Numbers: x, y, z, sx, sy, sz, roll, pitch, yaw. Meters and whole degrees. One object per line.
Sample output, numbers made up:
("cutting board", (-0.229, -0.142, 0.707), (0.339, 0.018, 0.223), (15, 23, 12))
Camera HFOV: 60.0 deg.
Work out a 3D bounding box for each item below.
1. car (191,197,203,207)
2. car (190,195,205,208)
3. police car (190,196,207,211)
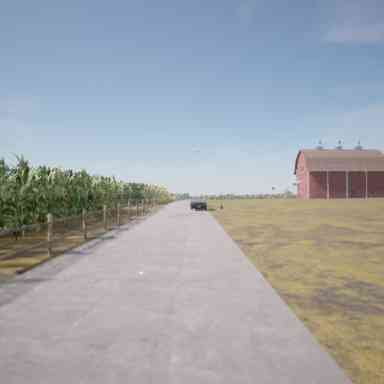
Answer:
("car", (0.824, 1.660, 57.522), (1.837, 1.490, 4.892), (0, 0, 0))
("car", (0.820, 1.440, 51.489), (2.097, 1.767, 4.553), (0, 0, 0))
("police car", (0.824, 1.479, 41.629), (1.930, 1.638, 5.238), (0, 0, 0))
